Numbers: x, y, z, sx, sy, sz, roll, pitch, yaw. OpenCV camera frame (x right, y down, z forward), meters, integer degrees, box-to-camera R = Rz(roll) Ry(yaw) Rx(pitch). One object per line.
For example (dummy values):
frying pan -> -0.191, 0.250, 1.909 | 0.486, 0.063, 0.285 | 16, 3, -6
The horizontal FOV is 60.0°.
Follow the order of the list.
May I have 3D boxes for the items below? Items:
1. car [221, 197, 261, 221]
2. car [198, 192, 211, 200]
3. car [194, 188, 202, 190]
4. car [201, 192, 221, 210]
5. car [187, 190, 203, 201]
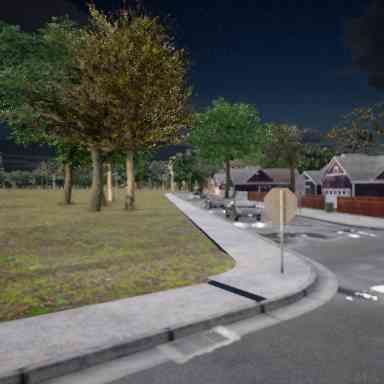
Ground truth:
car -> 3.692, 1.279, 24.806 | 1.812, 1.442, 4.674 | -1, 1, -6
car -> 2.402, 0.760, 64.672 | 1.895, 1.301, 4.718 | -1, 1, -6
car -> 1.241, 0.221, 74.664 | 2.150, 2.045, 5.566 | -1, 1, -6
car -> 2.464, 1.097, 36.319 | 1.837, 1.490, 4.892 | -1, 2, -6
car -> 0.329, 0.827, 57.048 | 1.812, 1.442, 4.674 | -1, 1, -6
